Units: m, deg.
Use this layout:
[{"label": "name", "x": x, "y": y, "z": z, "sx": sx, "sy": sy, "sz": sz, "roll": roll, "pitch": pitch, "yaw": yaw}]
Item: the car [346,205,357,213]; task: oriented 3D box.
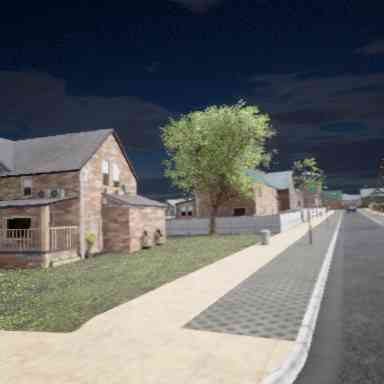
[{"label": "car", "x": 36.325, "y": 3.839, "z": 75.658, "sx": 2.097, "sy": 1.767, "sz": 4.553, "roll": -4, "pitch": -4, "yaw": 25}]

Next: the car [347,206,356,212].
[{"label": "car", "x": 40.405, "y": 4.415, "z": 84.451, "sx": 1.994, "sy": 1.385, "sz": 4.181, "roll": -4, "pitch": -4, "yaw": 25}]
